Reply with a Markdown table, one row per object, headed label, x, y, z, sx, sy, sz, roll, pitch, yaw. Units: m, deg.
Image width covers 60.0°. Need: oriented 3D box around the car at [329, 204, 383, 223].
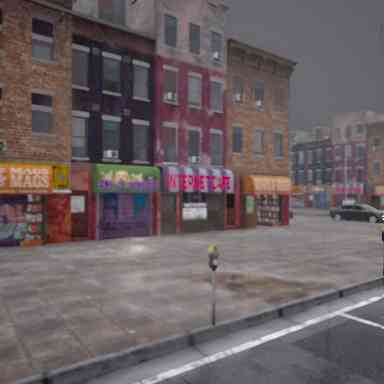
| label | x | y | z | sx | sy | sz | roll | pitch | yaw |
| --- | --- | --- | --- | --- | --- | --- | --- | --- | --- |
| car | 13.706 | 1.737 | 27.143 | 1.837 | 1.490 | 4.892 | 0 | 0 | -36 |
